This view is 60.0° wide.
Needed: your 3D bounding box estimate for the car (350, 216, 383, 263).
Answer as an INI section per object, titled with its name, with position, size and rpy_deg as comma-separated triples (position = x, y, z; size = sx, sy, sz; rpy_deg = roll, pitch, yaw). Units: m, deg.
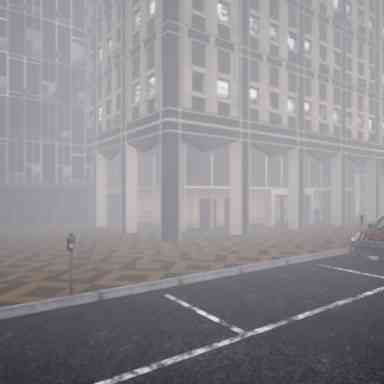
[car]
position = 7.128, 1.481, 11.258
size = 4.097, 1.590, 1.967
rpy_deg = 0, 0, -35
